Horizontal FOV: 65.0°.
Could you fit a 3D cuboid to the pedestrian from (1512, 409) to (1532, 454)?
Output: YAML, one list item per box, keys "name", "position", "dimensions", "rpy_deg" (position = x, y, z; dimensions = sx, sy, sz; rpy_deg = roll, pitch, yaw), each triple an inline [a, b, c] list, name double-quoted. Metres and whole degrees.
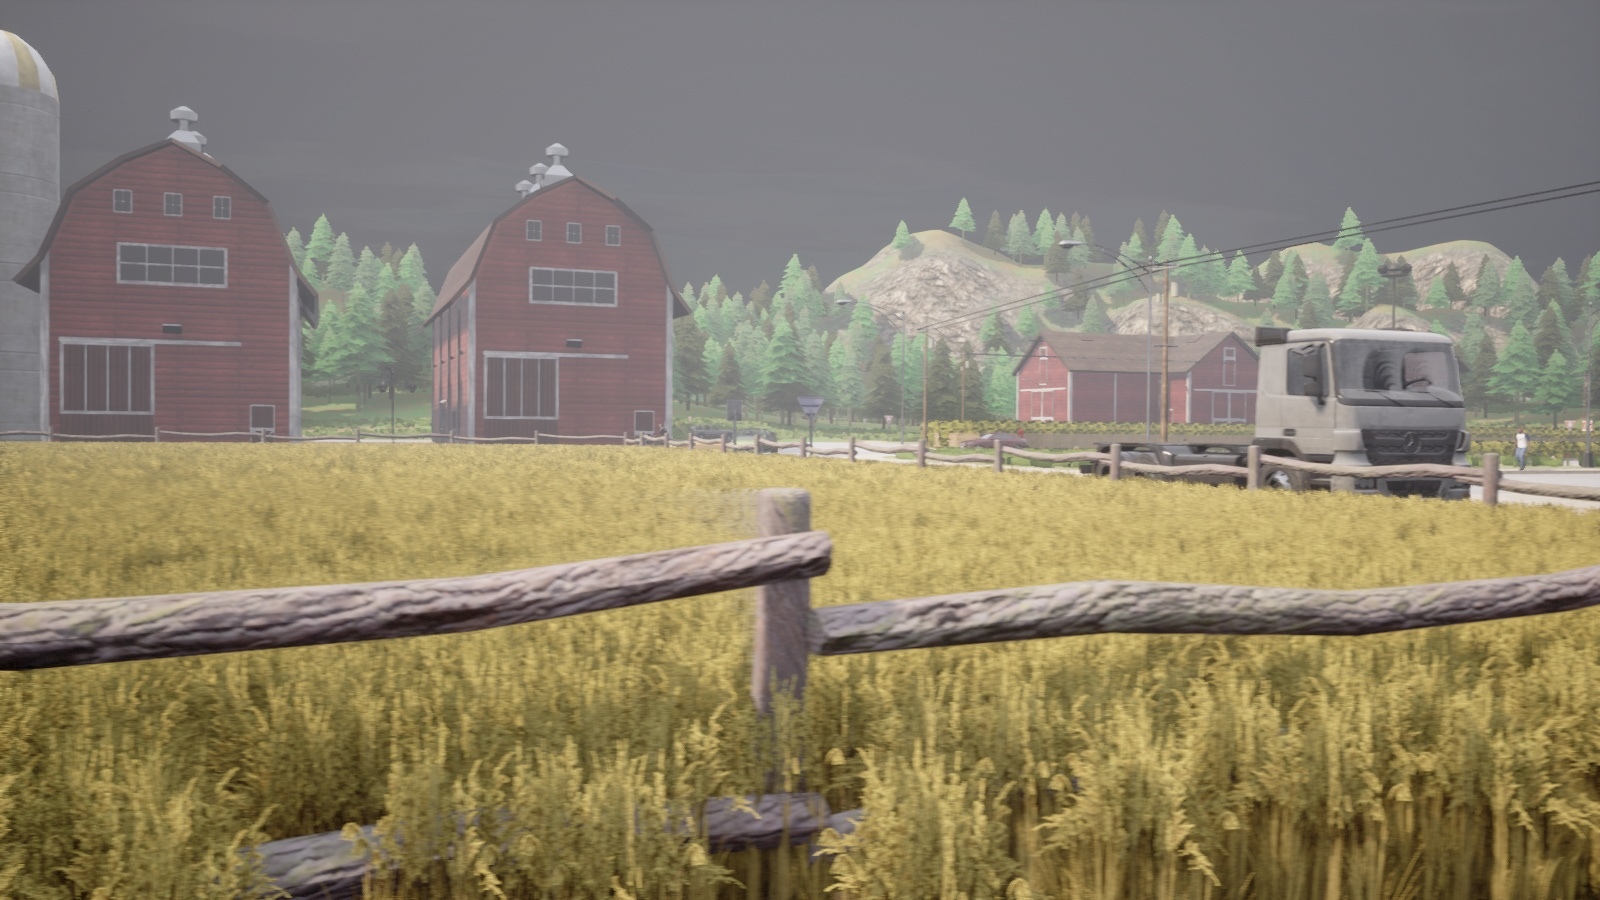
- name: "pedestrian"
  position: [29.342, -0.748, 51.020]
  dimensions: [0.706, 1.836, 0.354]
  rpy_deg: [-1, 1, -22]

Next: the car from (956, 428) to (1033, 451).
- name: "car"
  position: [12.787, -0.710, 82.686]
  dimensions: [4.674, 1.442, 1.812]
  rpy_deg: [-1, 1, -16]

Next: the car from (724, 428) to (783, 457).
- name: "car"
  position: [-2.584, -0.445, 70.556]
  dimensions: [2.007, 1.525, 4.514]
  rpy_deg: [0, 1, 15]

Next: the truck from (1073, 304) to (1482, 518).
- name: "truck"
  position: [8.801, -0.696, 24.513]
  dimensions: [2.891, 3.462, 7.936]
  rpy_deg: [-1, 1, -21]
